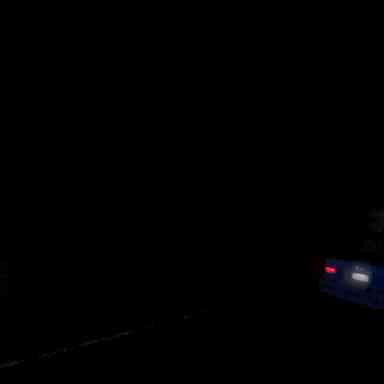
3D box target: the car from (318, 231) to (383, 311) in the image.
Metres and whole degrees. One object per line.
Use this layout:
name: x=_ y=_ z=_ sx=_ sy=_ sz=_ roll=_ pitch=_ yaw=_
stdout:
car: x=4.995 y=1.523 z=7.201 sx=5.357 sy=1.411 sz=2.033 roll=0 pitch=0 yaw=-34

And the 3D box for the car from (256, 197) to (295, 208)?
car: x=11.197 y=1.369 z=44.923 sx=2.033 sy=1.411 sz=5.357 roll=0 pitch=0 yaw=-38
